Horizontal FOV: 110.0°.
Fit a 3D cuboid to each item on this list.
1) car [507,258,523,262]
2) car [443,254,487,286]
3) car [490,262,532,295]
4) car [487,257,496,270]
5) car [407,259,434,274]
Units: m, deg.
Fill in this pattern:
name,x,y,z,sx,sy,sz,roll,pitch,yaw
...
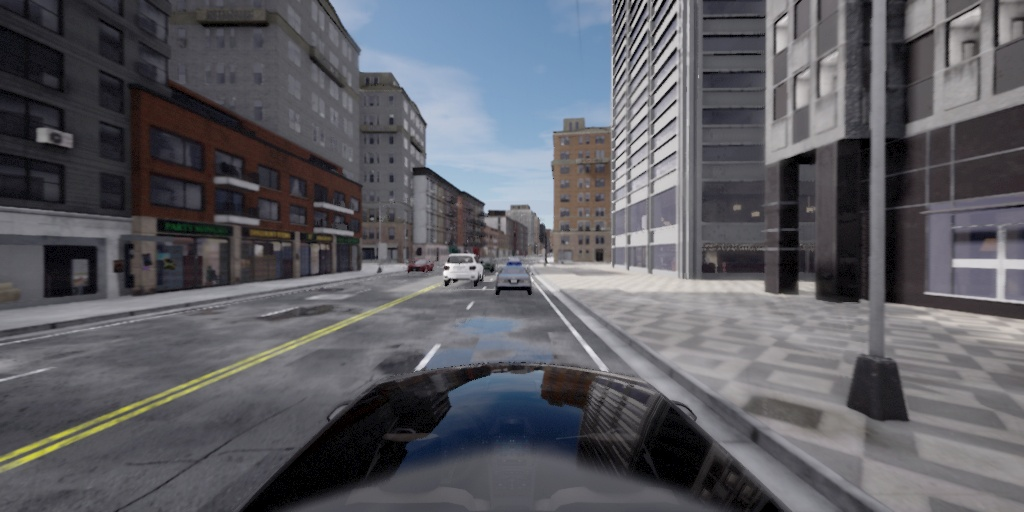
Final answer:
name,x,y,z,sx,sy,sz,roll,pitch,yaw
car,0.353,0.996,44.794,1.882,1.535,5.008,0,0,2
car,-3.170,0.878,24.188,2.150,2.045,5.566,0,0,0
car,0.086,1.226,19.344,2.033,1.411,5.357,0,0,0
car,-2.987,0.896,41.473,2.097,1.767,4.553,0,0,1
car,-9.732,1.044,38.505,1.882,1.535,5.008,0,0,1
